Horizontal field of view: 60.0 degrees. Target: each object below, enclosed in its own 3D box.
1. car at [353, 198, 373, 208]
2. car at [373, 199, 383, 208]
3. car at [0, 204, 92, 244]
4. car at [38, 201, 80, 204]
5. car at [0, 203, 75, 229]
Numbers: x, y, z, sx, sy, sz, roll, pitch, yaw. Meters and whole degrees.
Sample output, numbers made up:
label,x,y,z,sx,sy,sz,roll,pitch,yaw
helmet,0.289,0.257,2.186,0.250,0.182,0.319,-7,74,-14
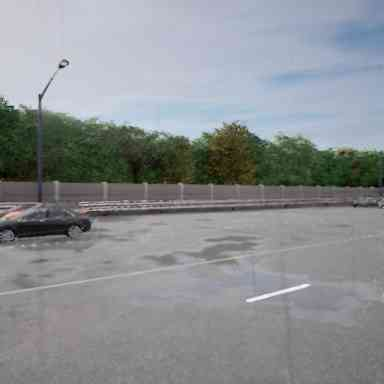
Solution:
label,x,y,z,sx,sy,sz,roll,pitch,yaw
car,25.174,1.612,48.278,4.181,1.385,1.994,0,0,-36
car,27.270,1.423,45.474,4.553,1.767,2.097,0,0,-36
car,-7.302,1.507,15.864,4.892,1.490,1.837,0,0,-36
car,-8.446,1.355,19.366,4.553,1.767,2.097,0,0,-36
car,-10.781,1.525,21.976,5.357,1.411,2.033,1,2,-36
